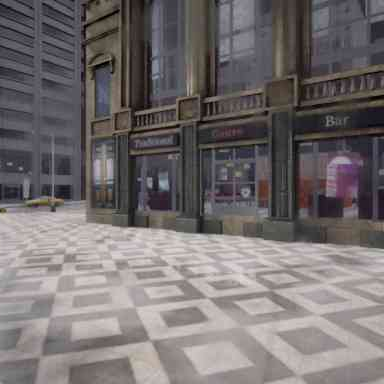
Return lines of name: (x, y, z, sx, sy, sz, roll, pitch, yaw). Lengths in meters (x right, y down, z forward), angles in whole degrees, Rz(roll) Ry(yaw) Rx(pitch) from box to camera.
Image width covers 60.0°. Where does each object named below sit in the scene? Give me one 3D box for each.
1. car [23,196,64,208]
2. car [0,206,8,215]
car: (-18.529, 1.146, 41.593, 1.752, 1.417, 4.829, 1, 2, 36)
car: (-18.052, 1.343, 27.692, 1.752, 1.417, 4.829, 1, 2, 36)
